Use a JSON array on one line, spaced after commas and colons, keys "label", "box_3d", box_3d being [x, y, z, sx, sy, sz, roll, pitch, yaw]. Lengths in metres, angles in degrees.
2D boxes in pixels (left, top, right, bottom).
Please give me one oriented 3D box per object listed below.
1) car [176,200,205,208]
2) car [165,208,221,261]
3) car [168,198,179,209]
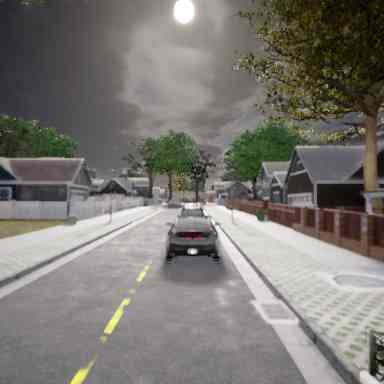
[{"label": "car", "box_3d": [0.045, 1.678, 27.631, 2.128, 1.511, 4.902, 0, 0, 0]}, {"label": "car", "box_3d": [0.046, 1.587, 12.666, 1.837, 1.490, 4.892, 0, 0, 1]}, {"label": "car", "box_3d": [-2.800, 1.830, 54.598, 2.097, 1.767, 4.553, 0, -1, 0]}]
